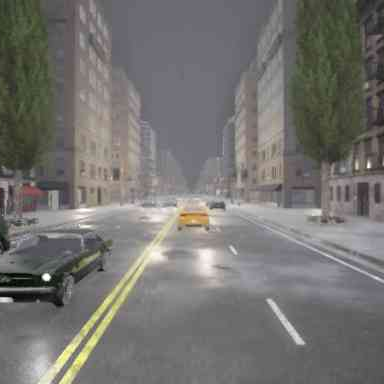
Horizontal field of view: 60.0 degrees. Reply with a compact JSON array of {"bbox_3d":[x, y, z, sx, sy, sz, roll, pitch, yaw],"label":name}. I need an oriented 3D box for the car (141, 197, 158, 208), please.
[{"bbox_3d":[-6.548,1.508,51.524,2.097,1.767,4.553,0,0,1],"label":"car"}]

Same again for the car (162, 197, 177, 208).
[{"bbox_3d":[-3.308,1.506,50.867,2.097,1.767,4.553,0,0,0],"label":"car"}]

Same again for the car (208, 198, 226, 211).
[{"bbox_3d":[3.352,1.612,43.962,1.882,1.535,5.008,0,0,0],"label":"car"}]

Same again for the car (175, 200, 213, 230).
[{"bbox_3d":[0.100,1.545,21.599,1.882,1.535,5.008,0,0,0],"label":"car"}]

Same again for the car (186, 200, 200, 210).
[{"bbox_3d":[0.101,1.741,45.907,1.895,1.301,4.718,0,0,0],"label":"car"}]

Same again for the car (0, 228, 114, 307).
[{"bbox_3d":[-3.350,1.627,8.147,1.895,1.301,4.718,0,0,0],"label":"car"}]

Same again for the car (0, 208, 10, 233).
[{"bbox_3d":[-6.600,1.246,7.897,2.150,2.045,5.566,0,0,0],"label":"car"}]

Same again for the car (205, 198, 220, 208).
[{"bbox_3d":[3.252,1.711,54.138,2.033,1.411,5.357,0,0,0],"label":"car"}]
